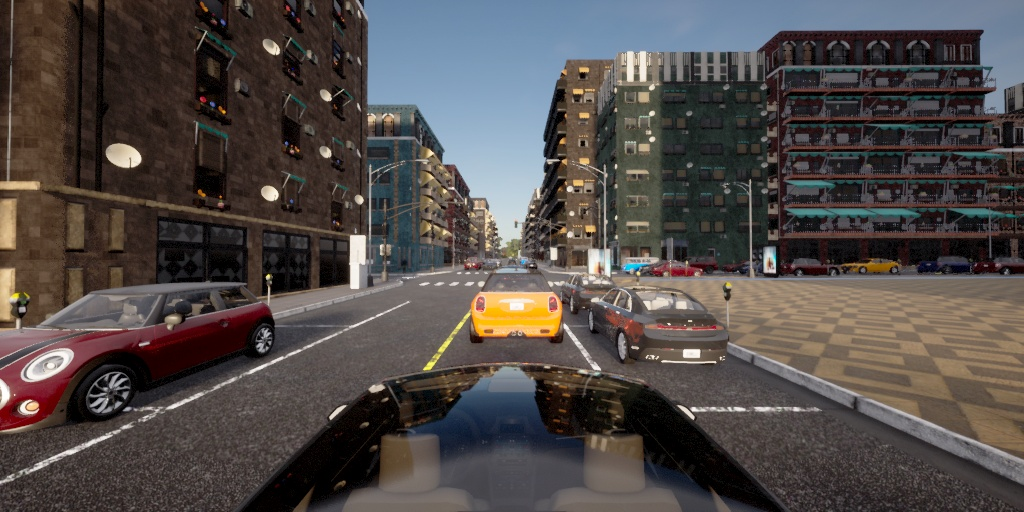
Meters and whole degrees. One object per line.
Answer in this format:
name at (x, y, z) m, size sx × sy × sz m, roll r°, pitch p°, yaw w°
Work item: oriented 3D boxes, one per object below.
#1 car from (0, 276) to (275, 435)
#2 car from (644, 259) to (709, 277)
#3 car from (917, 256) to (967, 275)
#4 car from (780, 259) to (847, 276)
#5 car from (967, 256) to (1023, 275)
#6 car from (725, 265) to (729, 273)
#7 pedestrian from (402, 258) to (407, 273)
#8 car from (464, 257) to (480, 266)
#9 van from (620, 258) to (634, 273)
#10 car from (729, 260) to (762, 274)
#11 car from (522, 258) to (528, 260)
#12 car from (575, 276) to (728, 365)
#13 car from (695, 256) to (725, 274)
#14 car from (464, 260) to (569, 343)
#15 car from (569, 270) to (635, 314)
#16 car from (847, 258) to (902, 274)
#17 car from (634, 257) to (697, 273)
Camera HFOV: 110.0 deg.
car at (-5.816, 1.191, 5.598) m, size 1.967 × 1.591 × 4.097 m, roll 0°, pitch 0°, yaw 0°
car at (13.728, 1.162, 30.017) m, size 4.207 × 1.307 × 1.802 m, roll 0°, pitch 0°, yaw 0°
car at (39.794, 0.774, 32.417) m, size 4.553 × 1.767 × 2.097 m, roll 0°, pitch -1°, yaw 0°
car at (24.783, 0.935, 29.930) m, size 4.097 × 1.591 × 1.967 m, roll 0°, pitch 0°, yaw 0°
car at (41.364, 0.811, 29.799) m, size 4.097 × 1.591 × 1.967 m, roll 0°, pitch 0°, yaw 0°
car at (24.851, 1.165, 38.310) m, size 4.507 × 1.381 × 1.888 m, roll 0°, pitch 0°, yaw 0°
pedestrian at (-12.501, 1.097, 41.566) m, size 0.375 × 1.860 × 0.375 m, roll 0°, pitch 0°, yaw 0°
car at (-5.655, 1.083, 51.636) m, size 2.192 × 1.841 × 5.009 m, roll 0°, pitch 0°, yaw 0°
van at (13.796, 1.045, 38.397) m, size 3.998 × 1.789 × 1.690 m, roll 0°, pitch 0°, yaw 0°
car at (25.175, 1.126, 35.728) m, size 5.357 × 1.411 × 2.033 m, roll 0°, pitch -1°, yaw 0°
car at (2.726, 1.334, 51.591) m, size 1.948 × 1.339 × 4.313 m, roll 0°, pitch 0°, yaw 0°
car at (2.825, 1.302, 7.828) m, size 2.007 × 1.370 × 4.403 m, roll 0°, pitch 0°, yaw 0°
car at (19.323, 0.977, 38.354) m, size 5.009 × 1.841 × 2.192 m, roll 0°, pitch 0°, yaw 0°
car at (0.103, 1.104, 9.809) m, size 2.097 × 1.767 × 4.553 m, roll 0°, pitch 0°, yaw 0°
car at (2.829, 1.304, 13.398) m, size 2.007 × 1.370 × 4.403 m, roll 0°, pitch 0°, yaw 0°
car at (35.624, 0.977, 35.636) m, size 5.008 × 1.535 × 1.882 m, roll 0°, pitch -1°, yaw 1°
car at (15.225, 1.147, 35.807) m, size 4.902 × 1.511 × 2.128 m, roll 0°, pitch -1°, yaw 1°
